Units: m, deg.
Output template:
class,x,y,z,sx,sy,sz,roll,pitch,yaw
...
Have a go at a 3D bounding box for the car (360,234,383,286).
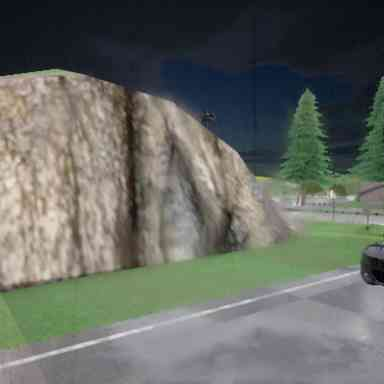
class,x,y,z,sx,sy,sz,roll,pitch,yaw
car,6.199,1.480,8.346,5.008,1.535,1.882,0,0,-35
